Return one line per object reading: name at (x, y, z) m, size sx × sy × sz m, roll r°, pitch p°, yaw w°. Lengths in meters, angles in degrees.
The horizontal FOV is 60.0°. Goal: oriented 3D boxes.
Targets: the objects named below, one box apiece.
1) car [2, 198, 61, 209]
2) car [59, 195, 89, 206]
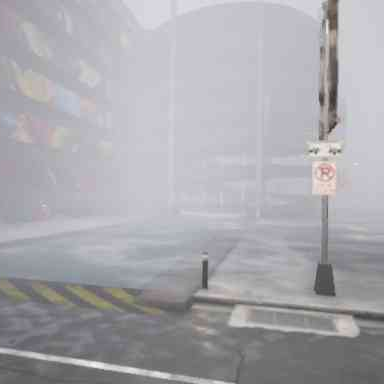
car at (-14.751, 1.507, 30.167) m, size 4.674 × 1.452 × 2.002 m, roll 1°, pitch -1°, yaw 14°
car at (-20.734, 1.529, 58.423) m, size 5.566 × 2.045 × 2.435 m, roll 1°, pitch -1°, yaw 14°
